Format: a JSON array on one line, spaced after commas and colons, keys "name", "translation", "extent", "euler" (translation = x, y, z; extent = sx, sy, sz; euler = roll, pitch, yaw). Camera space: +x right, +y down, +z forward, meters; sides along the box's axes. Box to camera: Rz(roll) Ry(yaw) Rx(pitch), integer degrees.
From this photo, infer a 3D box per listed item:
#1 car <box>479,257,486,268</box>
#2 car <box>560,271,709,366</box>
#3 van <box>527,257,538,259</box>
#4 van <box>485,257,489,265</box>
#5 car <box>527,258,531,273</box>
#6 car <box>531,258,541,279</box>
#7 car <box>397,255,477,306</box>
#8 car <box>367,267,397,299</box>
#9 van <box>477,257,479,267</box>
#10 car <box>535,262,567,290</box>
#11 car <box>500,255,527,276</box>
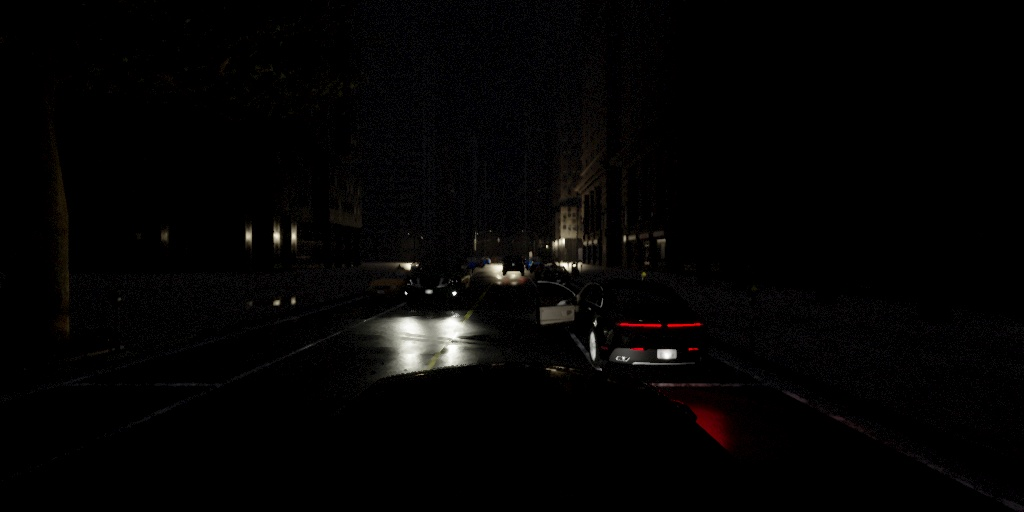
[{"name": "car", "translation": [-5.610, 1.287, 57.955], "extent": [1.802, 1.307, 4.207], "euler": [0, 0, 0]}, {"name": "car", "translation": [2.372, 1.248, 7.900], "extent": [1.837, 1.490, 4.892], "euler": [0, 0, 0]}, {"name": "van", "translation": [2.884, 1.053, 46.587], "extent": [1.690, 1.789, 3.998], "euler": [0, 0, 0]}, {"name": "van", "translation": [-5.595, 1.043, 63.632], "extent": [1.690, 1.789, 3.998], "euler": [0, 0, 0]}, {"name": "car", "translation": [2.869, 1.266, 40.909], "extent": [2.007, 1.370, 4.403], "euler": [0, 0, 0]}, {"name": "car", "translation": [2.838, 1.164, 29.553], "extent": [1.967, 1.591, 4.097], "euler": [0, 0, 0]}, {"name": "car", "translation": [-3.061, 0.957, 16.011], "extent": [2.150, 2.045, 5.566], "euler": [0, 0, 0]}, {"name": "car", "translation": [-5.718, 1.259, 18.043], "extent": [1.751, 1.417, 4.829], "euler": [0, 0, 0]}, {"name": "van", "translation": [-5.641, 1.053, 46.600], "extent": [1.690, 1.789, 3.998], "euler": [0, 0, 0]}, {"name": "car", "translation": [2.823, 1.280, 23.876], "extent": [2.007, 1.370, 4.403], "euler": [0, 0, 0]}, {"name": "car", "translation": [0.170, 0.938, 37.115], "extent": [2.150, 2.045, 5.566], "euler": [0, 0, 1]}]
